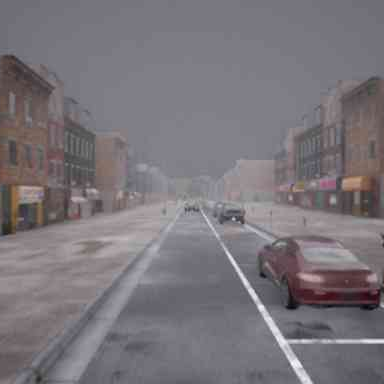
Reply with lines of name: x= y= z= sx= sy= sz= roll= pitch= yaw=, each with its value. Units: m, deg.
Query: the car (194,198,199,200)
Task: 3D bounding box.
car: x=0.009 y=2.290 z=64.923 sx=1.895 sy=1.301 sz=4.718 roll=0 pitch=-1 yaw=0

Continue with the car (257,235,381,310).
car: x=2.637 y=1.643 z=7.689 sx=1.802 sy=1.307 sz=4.206 roll=0 pitch=0 yaw=0

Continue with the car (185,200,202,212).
car: x=0.010 y=2.047 z=44.430 sx=1.895 sy=1.301 sz=4.718 roll=0 pitch=-1 yaw=0

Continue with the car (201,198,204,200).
car: x=2.639 y=2.081 z=51.423 sx=1.802 sy=1.307 sz=4.206 roll=0 pitch=-1 yaw=0

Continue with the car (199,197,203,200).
car: x=2.639 y=2.004 z=56.890 sx=1.967 sy=1.590 sz=4.097 roll=0 pitch=-1 yaw=0

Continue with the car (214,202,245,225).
car: x=3.023 y=1.735 z=26.593 sx=1.837 sy=1.490 sz=4.892 roll=0 pitch=-1 yaw=0

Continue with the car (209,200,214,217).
car: x=3.027 y=1.828 z=33.592 sx=1.812 sy=1.442 sz=4.674 roll=0 pitch=-1 yaw=0

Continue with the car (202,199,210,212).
car: x=2.639 y=1.964 z=46.126 sx=1.752 sy=1.417 sz=4.829 roll=0 pitch=-1 yaw=0

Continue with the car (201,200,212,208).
car: x=2.640 y=2.213 z=62.355 sx=1.802 sy=1.307 sz=4.206 roll=0 pitch=-1 yaw=0
